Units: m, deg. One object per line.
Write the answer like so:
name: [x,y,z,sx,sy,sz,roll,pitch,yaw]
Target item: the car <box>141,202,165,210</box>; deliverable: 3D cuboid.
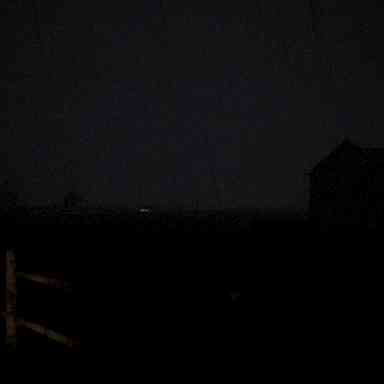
car: [-7.598,2.742,65.153,2.033,1.411,5.357,1,-1,36]
